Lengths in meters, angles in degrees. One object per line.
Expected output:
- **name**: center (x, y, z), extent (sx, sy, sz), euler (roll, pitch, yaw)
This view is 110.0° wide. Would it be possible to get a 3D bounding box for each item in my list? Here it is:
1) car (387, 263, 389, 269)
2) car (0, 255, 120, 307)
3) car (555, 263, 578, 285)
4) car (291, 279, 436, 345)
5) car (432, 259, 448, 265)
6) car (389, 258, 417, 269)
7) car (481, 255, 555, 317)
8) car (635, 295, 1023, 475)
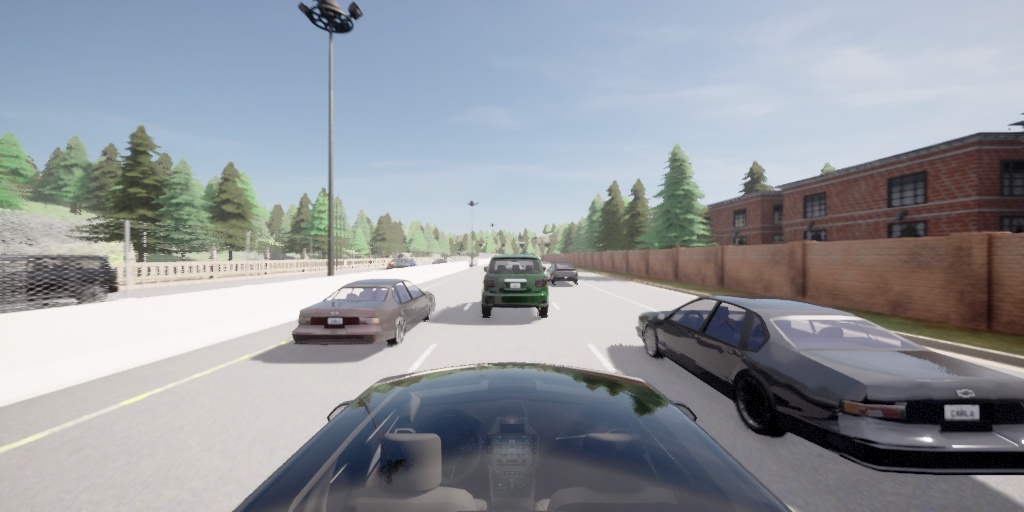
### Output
- **car**: center (-17.541, 1.098, 55.166), extent (2.097, 1.767, 4.553), euler (0, 0, 0)
- **car**: center (-17.601, 0.970, 12.725), extent (2.150, 2.045, 5.566), euler (0, 0, 0)
- **car**: center (3.600, 1.240, 26.203), extent (2.128, 1.511, 4.902), euler (0, 0, 0)
- **car**: center (-3.400, 1.297, 9.398), extent (2.033, 1.411, 5.357), euler (0, 0, 0)
- **car**: center (-10.531, 1.253, 52.826), extent (1.837, 1.490, 4.892), euler (0, -1, 1)
- **car**: center (-14.052, 1.098, 47.280), extent (2.097, 1.767, 4.553), euler (0, 0, 0)
- **car**: center (0.100, 0.971, 13.282), extent (2.150, 2.045, 5.566), euler (0, 0, 0)
- **car**: center (3.600, 1.298, 5.381), extent (2.033, 1.411, 5.357), euler (0, 0, 0)
